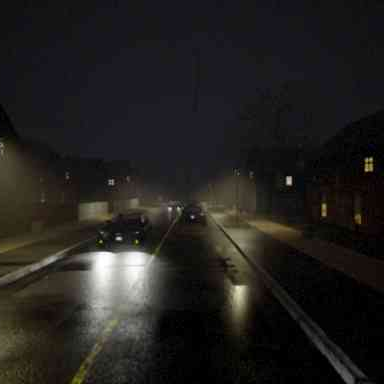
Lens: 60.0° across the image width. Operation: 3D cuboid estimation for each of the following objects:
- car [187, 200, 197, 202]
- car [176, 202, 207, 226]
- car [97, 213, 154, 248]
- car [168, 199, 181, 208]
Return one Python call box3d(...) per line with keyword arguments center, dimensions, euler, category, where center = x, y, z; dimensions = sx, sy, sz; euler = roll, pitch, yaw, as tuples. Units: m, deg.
box3d(center=(0.042, 1.773, 43.007), dimensions=(1.812, 1.442, 4.674), euler=(0, -1, 0), category="car")
box3d(center=(0.062, 1.707, 24.970), dimensions=(1.994, 1.385, 4.181), euler=(0, 0, 0), category="car")
box3d(center=(-2.868, 1.651, 15.037), dimensions=(1.994, 1.385, 4.181), euler=(0, 0, 0), category="car")
box3d(center=(-2.845, 1.846, 55.561), dimensions=(1.812, 1.442, 4.674), euler=(0, -1, 0), category="car")
